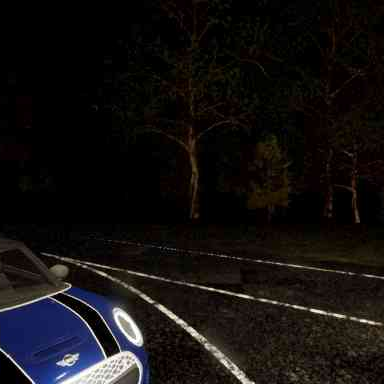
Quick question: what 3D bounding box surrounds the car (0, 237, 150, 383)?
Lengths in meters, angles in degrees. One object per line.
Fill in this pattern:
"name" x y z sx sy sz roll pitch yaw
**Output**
"car" -2.634 1.338 3.757 4.553 1.767 2.097 1 0 35
